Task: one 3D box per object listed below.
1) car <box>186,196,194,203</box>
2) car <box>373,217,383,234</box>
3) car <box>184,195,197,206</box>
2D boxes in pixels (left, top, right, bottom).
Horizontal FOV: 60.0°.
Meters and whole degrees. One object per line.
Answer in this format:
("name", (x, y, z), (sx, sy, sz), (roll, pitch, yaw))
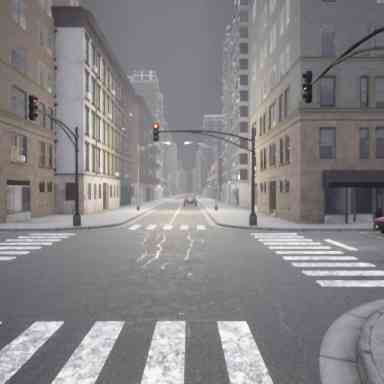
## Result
("car", (-0.422, 1.516, 69.699), (1.812, 1.442, 4.674), (0, 0, 0))
("car", (11.653, 1.522, 16.924), (4.507, 1.381, 1.887), (0, 0, 0))
("car", (-0.295, 1.341, 54.950), (2.097, 1.767, 4.553), (0, 0, -1))
